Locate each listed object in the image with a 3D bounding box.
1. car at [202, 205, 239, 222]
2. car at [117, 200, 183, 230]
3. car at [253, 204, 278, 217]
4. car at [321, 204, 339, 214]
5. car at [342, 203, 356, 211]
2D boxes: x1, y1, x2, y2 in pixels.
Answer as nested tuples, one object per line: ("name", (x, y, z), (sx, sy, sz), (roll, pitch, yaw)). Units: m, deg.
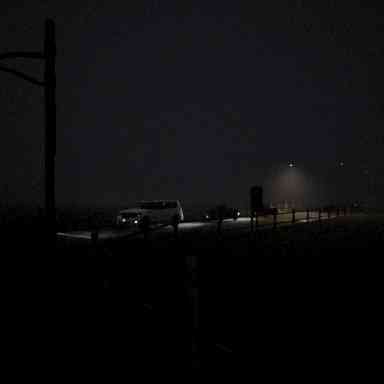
("car", (2.869, 2.067, 32.539), (2.128, 1.511, 4.902), (0, -1, 36))
("car", (-2.947, 1.608, 24.601), (2.150, 2.045, 5.566), (0, -1, 36))
("car", (8.900, 2.265, 40.768), (2.128, 1.511, 4.902), (0, -1, 36))
("car", (21.377, 2.604, 51.570), (1.812, 1.442, 4.674), (0, -1, 36))
("car", (29.807, 2.867, 63.089), (1.837, 1.490, 4.892), (0, -1, 36))
